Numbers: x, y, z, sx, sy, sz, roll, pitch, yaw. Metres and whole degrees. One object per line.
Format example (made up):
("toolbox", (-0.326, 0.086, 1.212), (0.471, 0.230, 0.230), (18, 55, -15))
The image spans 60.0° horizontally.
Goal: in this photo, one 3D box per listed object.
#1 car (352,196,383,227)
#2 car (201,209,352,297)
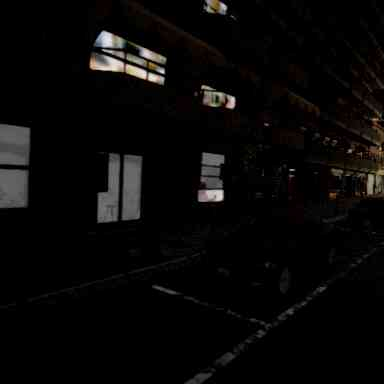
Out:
("car", (9.083, 0.952, 16.377), (1.947, 1.339, 4.313), (6, 5, 39))
("car", (2.022, 1.162, 7.764), (1.887, 1.381, 4.507), (6, 5, 39))
